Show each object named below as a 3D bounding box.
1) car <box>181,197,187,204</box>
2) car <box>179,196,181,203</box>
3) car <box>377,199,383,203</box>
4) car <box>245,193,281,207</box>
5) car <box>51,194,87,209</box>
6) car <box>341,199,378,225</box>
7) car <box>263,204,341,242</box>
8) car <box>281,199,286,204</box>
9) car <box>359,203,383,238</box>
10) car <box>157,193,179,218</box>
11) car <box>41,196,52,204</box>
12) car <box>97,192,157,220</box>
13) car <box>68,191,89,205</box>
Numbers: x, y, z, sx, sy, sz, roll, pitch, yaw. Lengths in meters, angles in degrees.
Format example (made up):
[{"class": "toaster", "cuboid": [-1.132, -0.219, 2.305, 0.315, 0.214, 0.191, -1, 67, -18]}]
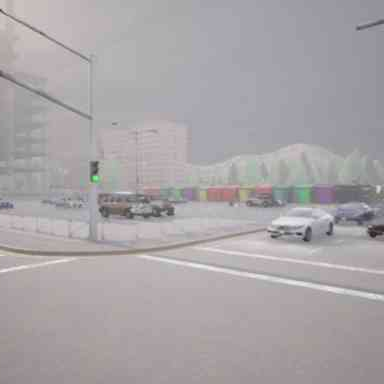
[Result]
[{"class": "car", "cuboid": [-2.720, 1.265, 56.503, 3.905, 1.438, 1.784, 0, 0, 39]}, {"class": "car", "cuboid": [-4.601, 1.062, 54.298, 4.605, 1.855, 1.932, 0, 0, 39]}, {"class": "car", "cuboid": [17.357, 1.403, 30.365, 2.128, 1.511, 4.902, 0, 0, 41]}, {"class": "car", "cuboid": [8.993, 1.059, 43.244, 3.866, 1.878, 1.905, 0, 0, 39]}, {"class": "car", "cuboid": [-15.206, 1.348, 41.144, 3.806, 1.475, 1.970, 0, 0, 39]}, {"class": "car", "cuboid": [11.386, 1.461, 23.400, 1.812, 1.442, 4.674, 0, 0, 41]}, {"class": "car", "cuboid": [5.506, 1.485, 16.446, 1.812, 1.442, 4.674, 0, 0, 41]}, {"class": "car", "cuboid": [10.831, 1.291, 45.482, 3.806, 1.475, 1.970, 0, 0, 39]}, {"class": "car", "cuboid": [10.384, 1.496, 16.846, 2.033, 1.411, 5.357, 0, 0, 40]}, {"class": "car", "cuboid": [-3.377, 1.110, 28.010, 3.866, 1.878, 1.905, 0, 0, 39]}, {"class": "car", "cuboid": [-23.268, 1.337, 55.156, 3.806, 1.475, 1.970, 0, 0, 39]}, {"class": "car", "cuboid": [-5.248, 1.115, 25.801, 4.605, 1.855, 1.932, 0, 0, 39]}, {"class": "car", "cuboid": [-19.782, 1.080, 59.511, 4.605, 1.855, 1.932, 0, 0, 39]}]
